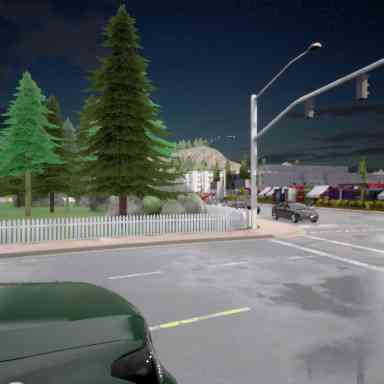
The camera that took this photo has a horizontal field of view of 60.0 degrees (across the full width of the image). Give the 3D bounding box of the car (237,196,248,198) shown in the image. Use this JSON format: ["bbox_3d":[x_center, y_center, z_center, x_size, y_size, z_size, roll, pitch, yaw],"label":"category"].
[{"bbox_3d":[9.144,1.548,60.784,2.128,1.511,4.902,0,0,-16],"label":"car"}]

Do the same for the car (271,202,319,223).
[{"bbox_3d":[8.046,1.560,26.339,1.837,1.490,4.892,0,0,-14],"label":"car"}]

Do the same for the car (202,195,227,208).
[{"bbox_3d":[2.835,1.547,44.230,2.128,1.511,4.902,0,0,-16],"label":"car"}]

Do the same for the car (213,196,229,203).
[{"bbox_3d":[6.086,1.559,71.154,1.837,1.490,4.892,0,0,-16],"label":"car"}]

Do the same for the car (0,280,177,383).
[{"bbox_3d":[-2.756,1.221,1.670,5.566,2.045,2.150,0,0,-36],"label":"car"}]

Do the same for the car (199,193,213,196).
[{"bbox_3d":[2.939,1.277,69.605,2.150,2.045,5.566,0,0,-17],"label":"car"}]

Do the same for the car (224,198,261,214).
[{"bbox_3d":[5.454,1.656,35.245,1.895,1.301,4.718,0,0,-16],"label":"car"}]
